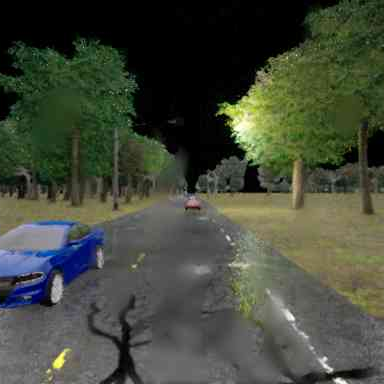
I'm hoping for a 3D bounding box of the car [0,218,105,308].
[{"bbox_3d":[-3.595,1.475,8.193,1.882,1.535,5.008,0,0,0],"label":"car"}]

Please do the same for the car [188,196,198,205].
[{"bbox_3d":[0.128,1.537,63.347,1.882,1.535,5.008,0,0,0],"label":"car"}]

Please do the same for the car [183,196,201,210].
[{"bbox_3d":[0.121,1.597,44.356,1.994,1.385,4.181,0,0,0],"label":"car"}]
